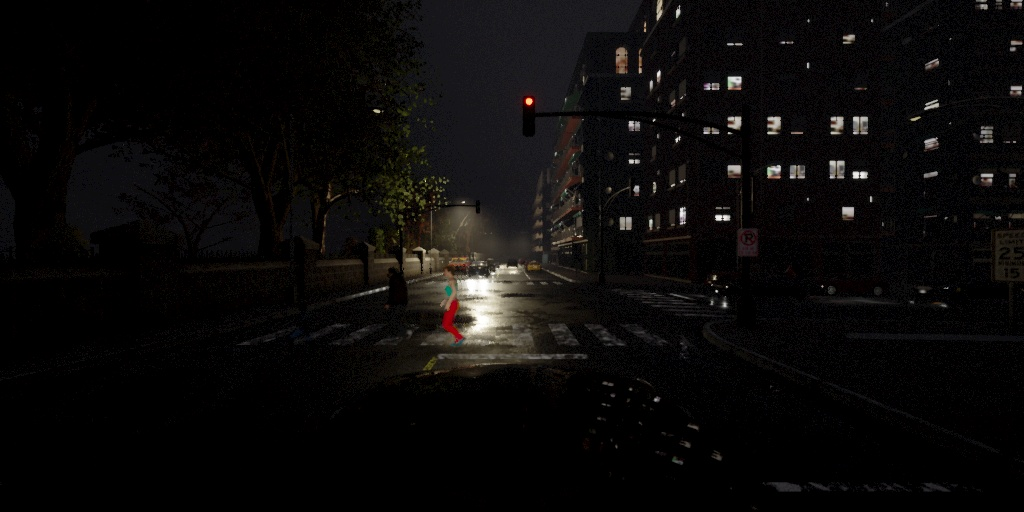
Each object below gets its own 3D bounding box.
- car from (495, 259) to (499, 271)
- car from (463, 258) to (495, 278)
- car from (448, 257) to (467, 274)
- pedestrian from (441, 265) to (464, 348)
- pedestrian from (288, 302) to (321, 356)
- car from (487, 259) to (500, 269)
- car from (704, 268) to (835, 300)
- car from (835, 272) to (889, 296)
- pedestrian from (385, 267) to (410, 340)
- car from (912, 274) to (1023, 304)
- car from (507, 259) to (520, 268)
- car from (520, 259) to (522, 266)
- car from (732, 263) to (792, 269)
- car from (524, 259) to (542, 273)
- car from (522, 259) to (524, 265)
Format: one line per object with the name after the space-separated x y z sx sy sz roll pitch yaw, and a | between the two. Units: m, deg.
-3.042 1.263 45.361 1.837 1.490 4.892 0 0 0 | car
-3.063 1.245 34.348 2.128 1.511 4.902 0 0 0 | car
-5.646 1.070 38.590 2.192 1.841 5.009 0 0 0 | car
-1.322 1.043 7.806 0.375 1.860 0.375 0 0 0 | pedestrian
-4.140 1.043 7.209 0.375 1.860 0.375 0 0 0 | pedestrian
-3.013 1.295 58.481 1.812 1.442 4.674 0 1 0 | car
13.724 1.565 19.387 5.357 1.411 2.033 1 0 0 | car
20.316 1.671 21.992 4.507 1.381 1.888 0 0 0 | car
-2.690 1.044 8.407 0.375 1.860 0.375 0 0 0 | pedestrian
24.683 1.708 19.405 4.902 1.511 2.128 1 0 0 | car
0.075 1.249 63.484 1.882 1.535 5.008 0 0 0 | car
2.754 1.316 55.187 2.007 1.370 4.403 0 0 0 | car
14.622 1.338 21.981 5.009 1.841 2.192 0 0 0 | car
2.741 1.283 44.286 1.751 1.417 4.829 0 0 0 | car
2.747 1.307 49.651 1.888 1.381 4.507 0 0 0 | car
